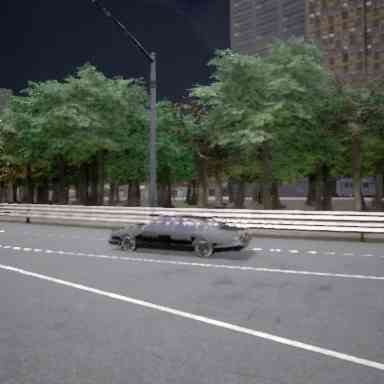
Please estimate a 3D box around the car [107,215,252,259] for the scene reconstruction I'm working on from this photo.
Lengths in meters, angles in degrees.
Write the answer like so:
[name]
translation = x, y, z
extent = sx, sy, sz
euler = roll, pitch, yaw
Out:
[car]
translation = -0.506, 1.573, 12.592
extent = 5.357, 1.411, 2.033
euler = 0, 0, 22
